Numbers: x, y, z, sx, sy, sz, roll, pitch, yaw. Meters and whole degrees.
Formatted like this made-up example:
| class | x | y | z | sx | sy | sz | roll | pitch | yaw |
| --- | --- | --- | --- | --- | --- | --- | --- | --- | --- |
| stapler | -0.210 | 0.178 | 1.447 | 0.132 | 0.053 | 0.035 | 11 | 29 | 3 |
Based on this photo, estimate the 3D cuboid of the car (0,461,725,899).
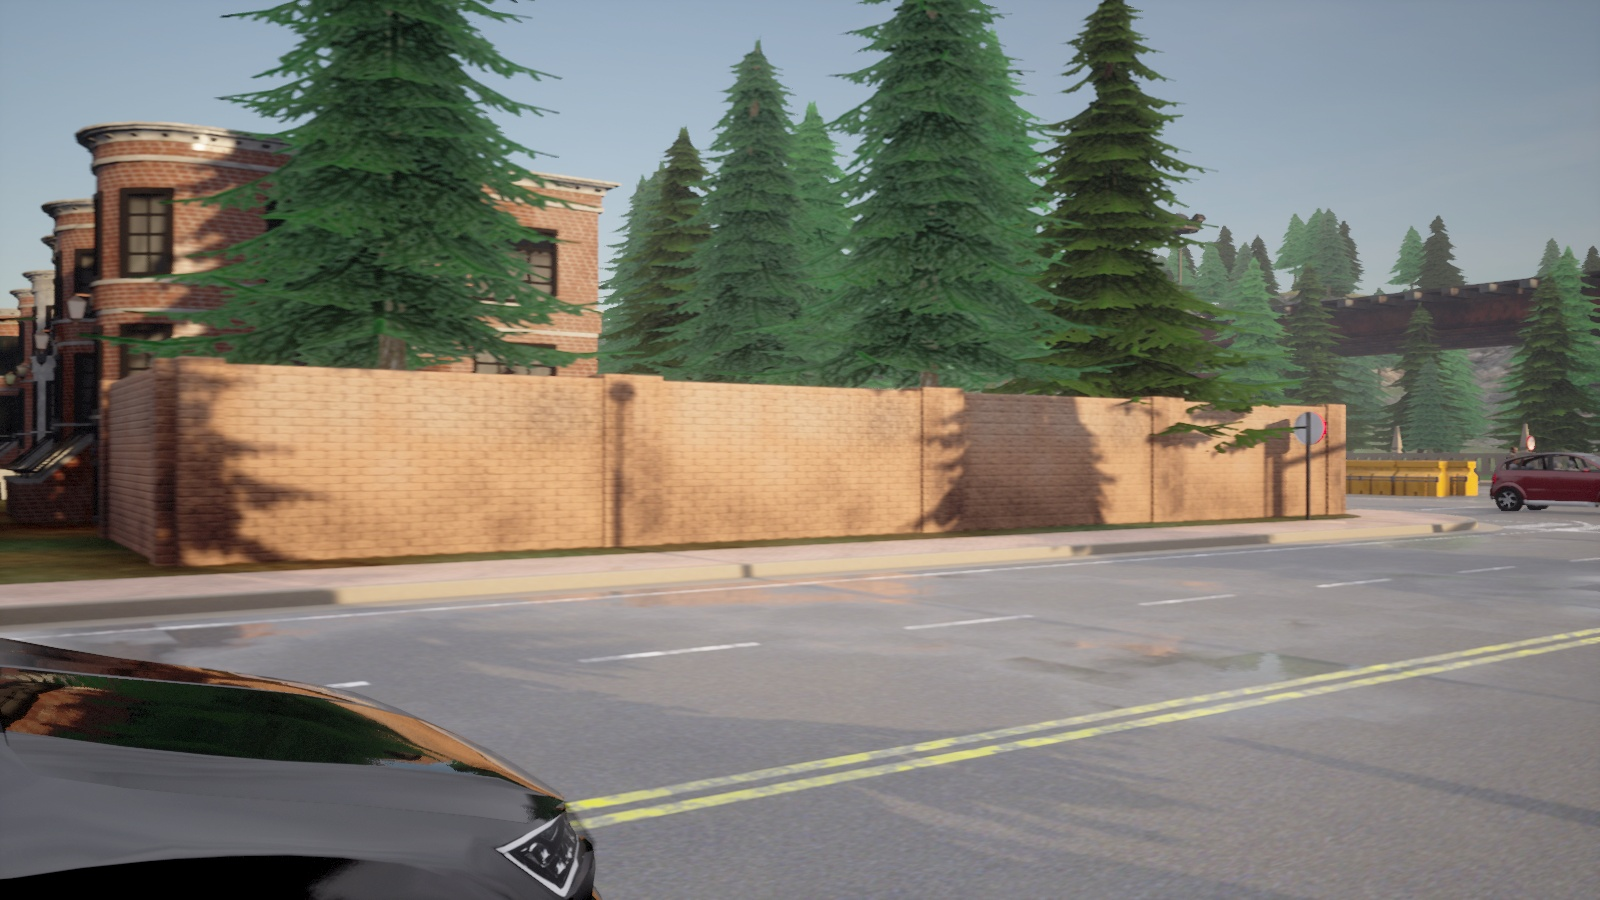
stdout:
| class | x | y | z | sx | sy | sz | roll | pitch | yaw |
| --- | --- | --- | --- | --- | --- | --- | --- | --- | --- |
| car | -2.385 | 0.768 | 1.998 | 4.193 | 1.474 | 1.816 | 0 | 0 | -35 |

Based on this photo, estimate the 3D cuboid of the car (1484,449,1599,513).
| class | x | y | z | sx | sy | sz | roll | pitch | yaw |
| --- | --- | --- | --- | --- | --- | --- | --- | --- | --- |
| car | 19.688 | 0.760 | 31.842 | 1.789 | 1.549 | 3.705 | 0 | 0 | -35 |
